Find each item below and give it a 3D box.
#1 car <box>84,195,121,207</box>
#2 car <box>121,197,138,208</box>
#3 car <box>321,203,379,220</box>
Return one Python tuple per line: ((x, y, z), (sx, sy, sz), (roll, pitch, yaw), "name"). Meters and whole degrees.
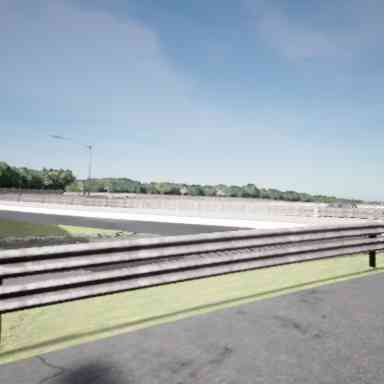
((-12.243, 1.177, 44.393), (4.553, 1.767, 2.097), (1, -1, 31), "car")
((-9.798, 1.430, 47.003), (5.008, 1.535, 1.882), (1, -1, 31), "car")
((14.006, 1.781, 29.545), (4.553, 1.767, 2.097), (2, -1, 15), "car")
